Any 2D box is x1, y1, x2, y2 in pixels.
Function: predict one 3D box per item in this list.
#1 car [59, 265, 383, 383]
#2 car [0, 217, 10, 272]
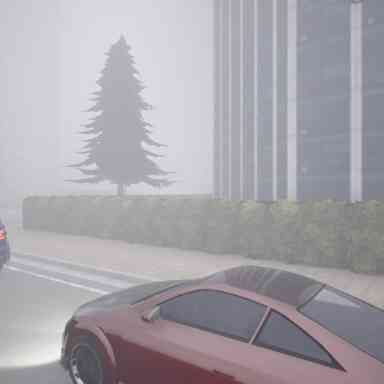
[{"bbox_3d":[0.434,1.564,3.683,4.181,1.385,1.994,0,0,35],"label":"car"},{"bbox_3d":[-7.179,1.221,9.072,5.566,2.045,2.150,0,0,35],"label":"car"}]
